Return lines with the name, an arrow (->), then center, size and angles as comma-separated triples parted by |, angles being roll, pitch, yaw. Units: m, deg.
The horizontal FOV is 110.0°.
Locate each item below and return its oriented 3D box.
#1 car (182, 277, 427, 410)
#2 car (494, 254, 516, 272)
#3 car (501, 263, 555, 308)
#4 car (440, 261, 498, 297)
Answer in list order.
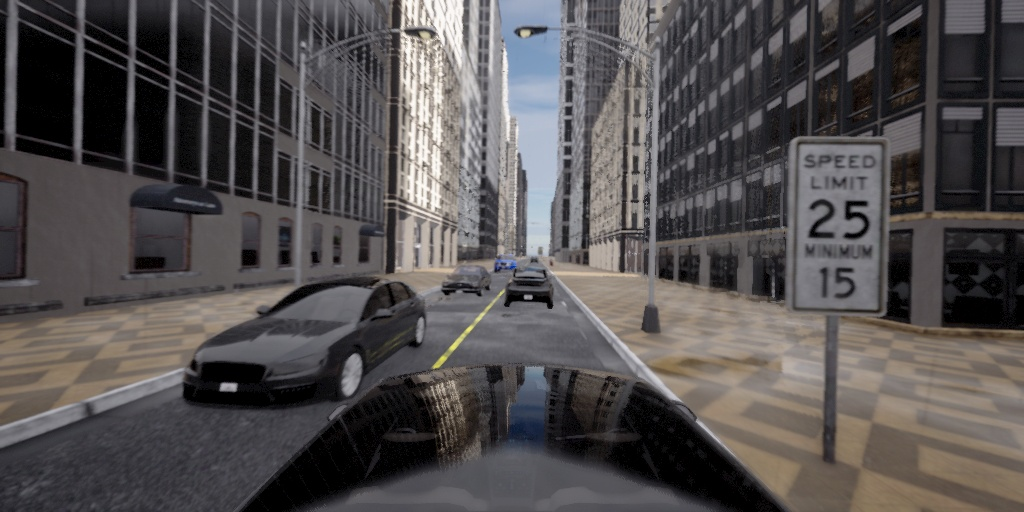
car -> -2.922, 1.168, 6.321 | 1.837, 1.490, 4.892 | 1, 0, 4
car -> -0.688, 0.812, 39.670 | 2.150, 2.045, 5.566 | 1, 0, 4
car -> 0.753, 1.223, 15.244 | 1.837, 1.490, 4.892 | 1, 0, 4
car -> -2.146, 1.182, 18.444 | 2.033, 1.411, 5.357 | 1, 0, 4
